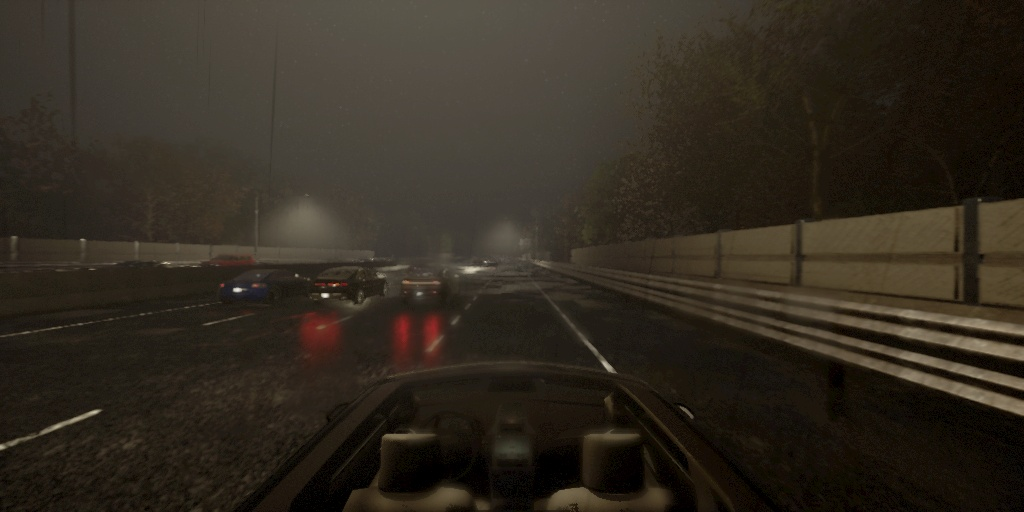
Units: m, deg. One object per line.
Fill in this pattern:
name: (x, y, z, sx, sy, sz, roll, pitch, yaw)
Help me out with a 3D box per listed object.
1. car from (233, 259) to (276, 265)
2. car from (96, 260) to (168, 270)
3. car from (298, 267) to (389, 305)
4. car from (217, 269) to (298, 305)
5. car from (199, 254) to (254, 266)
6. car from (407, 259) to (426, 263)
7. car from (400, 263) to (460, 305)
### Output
car: (-24.532, 1.215, 35.183, 1.994, 1.385, 4.181, 0, 0, 0)
car: (-31.551, 1.107, 29.891, 1.837, 1.490, 4.892, 0, -1, 0)
car: (-7.001, 1.234, 15.861, 1.837, 1.490, 4.892, 0, 0, 0)
car: (-10.503, 1.271, 15.722, 1.994, 1.385, 4.181, 0, 0, 0)
car: (-28.016, 0.854, 35.562, 2.150, 2.045, 5.566, 0, 0, 0)
car: (-10.512, 1.306, 40.981, 1.994, 1.385, 4.181, 0, 0, 0)
car: (-3.504, 1.241, 16.018, 2.128, 1.511, 4.902, 0, 0, 0)
